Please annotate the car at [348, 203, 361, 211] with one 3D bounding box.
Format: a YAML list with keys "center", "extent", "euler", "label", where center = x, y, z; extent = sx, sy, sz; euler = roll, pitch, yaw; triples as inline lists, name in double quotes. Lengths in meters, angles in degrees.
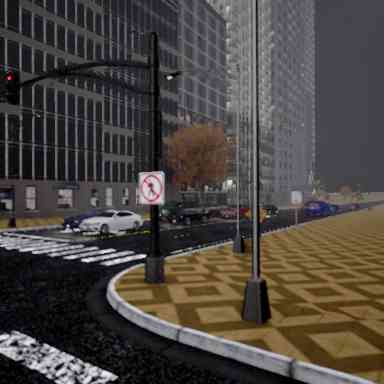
- center: [31.900, 2.922, 65.430]
  extent: [1.812, 1.442, 4.674]
  euler: [0, -1, 33]
  label: "car"

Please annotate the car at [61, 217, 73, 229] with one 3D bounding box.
- center: [-7.118, 2.010, 25.229]
  extent: [2.033, 1.411, 5.357]
  euler: [0, -1, 33]
  label: "car"

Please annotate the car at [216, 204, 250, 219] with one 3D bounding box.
- center: [5.023, 2.114, 38.036]
  extent: [2.097, 1.767, 4.553]
  euler: [0, -1, 33]
  label: "car"

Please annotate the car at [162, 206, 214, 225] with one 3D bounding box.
- center: [-0.289, 2.184, 29.817]
  extent: [1.895, 1.301, 4.718]
  euler: [0, -1, 33]
  label: "car"

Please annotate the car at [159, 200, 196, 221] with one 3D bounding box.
- center: [-1.594, 1.871, 33.789]
  extent: [2.150, 2.045, 5.566]
  euler: [0, -1, 33]
  label: "car"

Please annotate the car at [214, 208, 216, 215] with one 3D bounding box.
- center: [3.855, 2.434, 42.213]
  extent: [1.895, 1.301, 4.718]
  euler: [0, -1, 33]
  label: "car"

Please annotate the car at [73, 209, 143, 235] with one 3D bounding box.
- center: [-5.241, 1.942, 22.178]
  extent: [1.812, 1.442, 4.674]
  euler: [0, -1, 33]
  label: "car"

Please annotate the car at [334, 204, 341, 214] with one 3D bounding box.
- center: [22.315, 2.645, 52.673]
  extent: [1.812, 1.442, 4.674]
  euler: [0, -1, 33]
  label: "car"

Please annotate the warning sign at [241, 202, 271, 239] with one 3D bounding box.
- center: [3.524, 1.507, 18.271]
  extent: [1.300, 1.860, 1.060]
  euler: [1, 0, 33]
  label: "warning sign"

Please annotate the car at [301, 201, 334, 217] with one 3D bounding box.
- center: [16.563, 2.148, 43.702]
  extent: [2.150, 2.045, 5.566]
  euler: [0, -1, 35]
  label: "car"

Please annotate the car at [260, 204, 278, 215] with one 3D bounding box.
- center: [10.525, 2.451, 46.503]
  extent: [1.837, 1.490, 4.892]
  euler: [0, -1, 33]
  label: "car"

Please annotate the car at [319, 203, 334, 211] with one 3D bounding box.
- center: [25.999, 2.870, 64.192]
  extent: [1.812, 1.442, 4.674]
  euler: [0, -1, 32]
  label: "car"
